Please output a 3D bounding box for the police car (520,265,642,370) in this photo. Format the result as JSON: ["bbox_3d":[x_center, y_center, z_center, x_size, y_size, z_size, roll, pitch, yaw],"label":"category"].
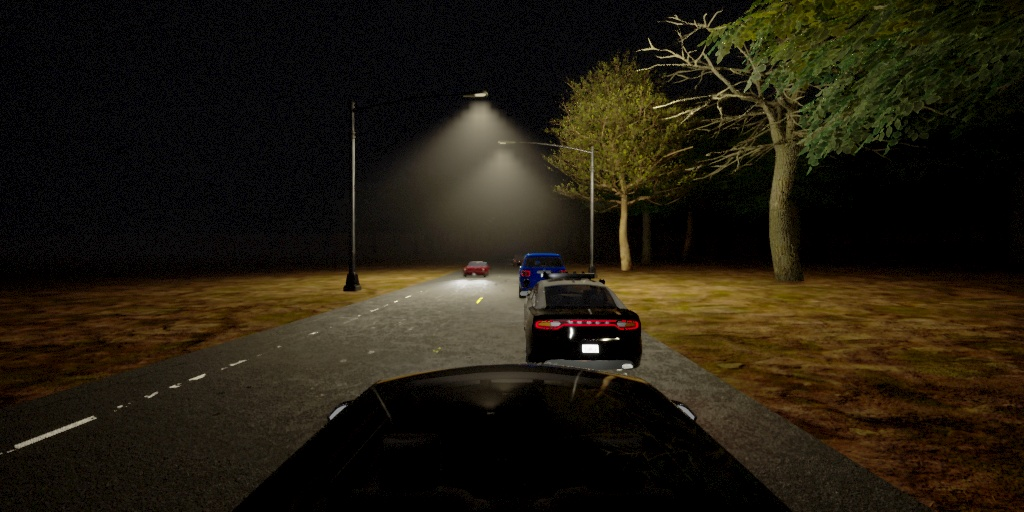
[{"bbox_3d":[1.215,1.159,7.887,1.930,1.638,5.238,0,0,1],"label":"police car"}]

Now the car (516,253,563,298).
[{"bbox_3d":[1.425,0.889,17.800,2.150,2.045,5.566,0,1,1],"label":"car"}]

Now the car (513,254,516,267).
[{"bbox_3d":[1.069,0.677,49.636,2.033,1.411,5.357,0,2,2],"label":"car"}]

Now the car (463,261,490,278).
[{"bbox_3d":[-2.956,1.128,30.659,1.895,1.301,4.718,0,1,1],"label":"car"}]
